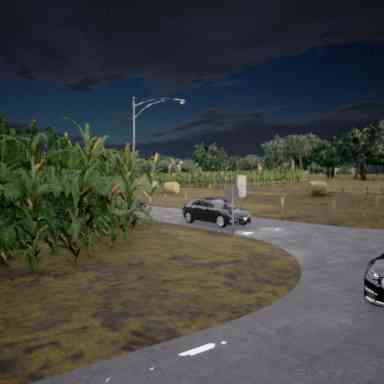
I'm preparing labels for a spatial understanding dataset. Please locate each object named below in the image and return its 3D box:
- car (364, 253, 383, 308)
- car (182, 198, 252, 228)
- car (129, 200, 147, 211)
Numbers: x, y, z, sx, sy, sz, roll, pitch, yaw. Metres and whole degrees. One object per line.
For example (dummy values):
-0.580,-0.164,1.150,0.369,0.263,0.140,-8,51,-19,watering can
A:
5.428,1.433,6.822,4.902,1.511,2.128,-2,1,-35,car
1.337,1.134,19.417,1.837,1.490,4.892,-1,2,-37,car
-5.755,0.998,29.327,1.895,1.301,4.718,-1,2,-35,car
